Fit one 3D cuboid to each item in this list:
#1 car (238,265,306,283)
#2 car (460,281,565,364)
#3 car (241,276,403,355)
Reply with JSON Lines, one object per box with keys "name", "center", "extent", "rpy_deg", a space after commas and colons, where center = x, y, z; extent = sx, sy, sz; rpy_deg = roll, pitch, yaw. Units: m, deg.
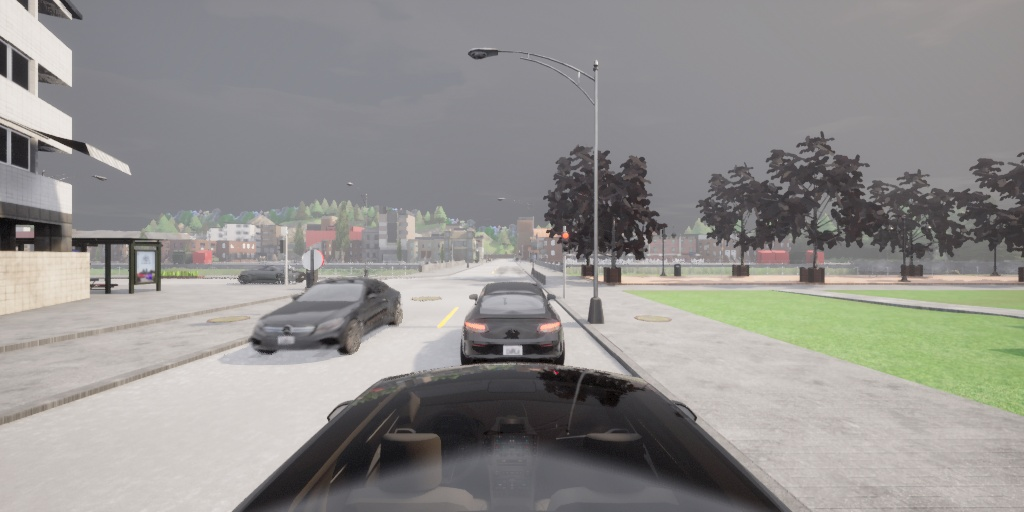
{"name": "car", "center": [-16.805, 1.314, 25.345], "extent": [4.181, 1.385, 1.994], "rpy_deg": [0, 0, 0]}
{"name": "car", "center": [0.009, 1.276, 7.781], "extent": [1.812, 1.442, 4.674], "rpy_deg": [0, 0, 0]}
{"name": "car", "center": [-4.102, 1.276, 8.843], "extent": [1.812, 1.442, 4.674], "rpy_deg": [0, 0, 0]}
